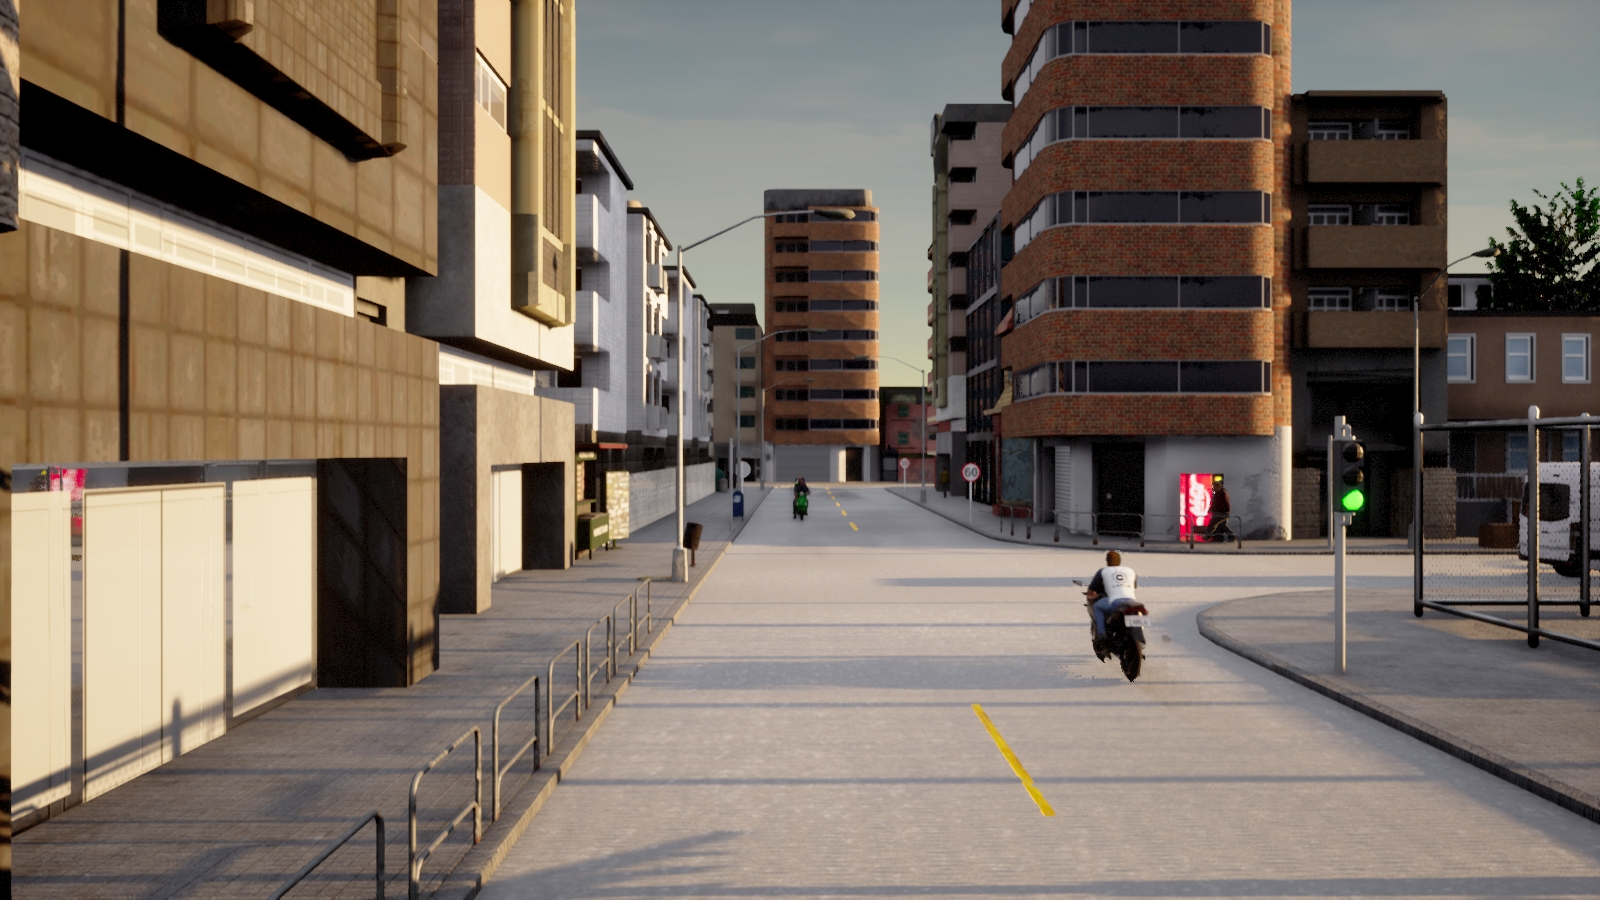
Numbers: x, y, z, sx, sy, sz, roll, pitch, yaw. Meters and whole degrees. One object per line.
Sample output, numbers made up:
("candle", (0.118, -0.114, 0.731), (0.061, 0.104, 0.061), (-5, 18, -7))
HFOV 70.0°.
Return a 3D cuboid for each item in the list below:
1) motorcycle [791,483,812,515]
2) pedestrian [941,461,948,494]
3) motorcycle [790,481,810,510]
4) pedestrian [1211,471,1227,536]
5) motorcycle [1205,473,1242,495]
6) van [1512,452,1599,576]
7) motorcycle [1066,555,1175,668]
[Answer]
("motorcycle", (0.063, 1.988, 46.521), (0.856, 1.236, 1.805), (0, 0, 0))
("pedestrian", (8.182, 1.559, 64.631), (0.375, 1.860, 0.375), (0, 0, 5))
("motorcycle", (0.019, 1.990, 50.389), (0.856, 1.236, 1.805), (0, 0, 0))
("pedestrian", (12.114, 1.535, 33.044), (0.375, 1.860, 0.375), (0, 0, 10))
("motorcycle", (24.667, 1.999, 66.571), (1.805, 1.236, 0.856), (0, 0, 2))
("van", (18.896, 1.329, 24.582), (5.915, 2.561, 1.988), (0, 0, 0))
("motorcycle", (4.017, 2.002, 14.485), (0.803, 1.145, 2.033), (0, 0, 0))
